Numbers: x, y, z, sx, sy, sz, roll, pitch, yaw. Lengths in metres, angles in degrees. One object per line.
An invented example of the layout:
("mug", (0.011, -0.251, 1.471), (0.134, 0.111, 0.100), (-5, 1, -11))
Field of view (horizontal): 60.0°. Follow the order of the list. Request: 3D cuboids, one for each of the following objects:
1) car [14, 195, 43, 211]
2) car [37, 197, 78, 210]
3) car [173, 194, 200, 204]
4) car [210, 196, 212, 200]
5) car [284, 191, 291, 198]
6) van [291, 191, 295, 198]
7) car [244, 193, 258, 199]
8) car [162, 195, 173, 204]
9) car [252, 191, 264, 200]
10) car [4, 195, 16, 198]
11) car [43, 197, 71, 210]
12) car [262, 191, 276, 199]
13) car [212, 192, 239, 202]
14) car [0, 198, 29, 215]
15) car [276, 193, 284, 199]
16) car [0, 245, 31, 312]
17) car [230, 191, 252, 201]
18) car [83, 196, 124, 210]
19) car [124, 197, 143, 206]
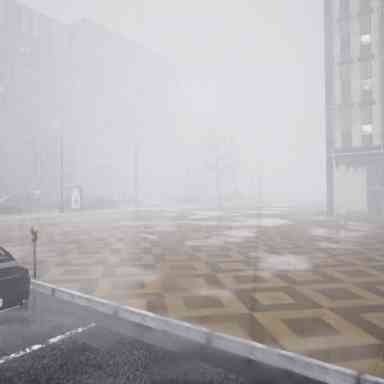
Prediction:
("car", (-20.199, 1.227, 37.691), (2.192, 1.841, 5.009), (-1, 0, 36))
("car", (-16.952, 1.414, 42.167), (1.887, 1.381, 4.507), (-1, 0, 36))
("car", (-0.439, 1.061, 50.674), (1.967, 1.590, 4.097), (-1, 0, 36))
("car", (5.752, 1.028, 73.496), (1.967, 1.590, 4.097), (-1, 0, 36))
("car", (22.269, 0.931, 82.004), (1.802, 1.307, 4.206), (-1, 0, 36))
("van", (25.510, 0.654, 86.480), (1.690, 1.788, 3.998), (-1, 0, 36))
("car", (15.485, 1.039, 86.923), (1.947, 1.339, 4.313), (-1, 0, 36))
("car", (-3.155, 1.174, 56.707), (2.128, 1.511, 4.902), (-1, 0, 37))
("car", (12.538, 1.045, 68.577), (1.802, 1.307, 4.206), (-1, 0, 36))
("car", (-20.613, 1.384, 32.700), (1.882, 1.535, 5.008), (-1, 0, 37))
("car", (-15.044, 1.359, 40.392), (1.812, 1.442, 4.674), (-1, 0, 36))
("car", (15.778, 0.740, 73.053), (2.192, 1.841, 5.009), (-1, 0, 36))
("car", (6.050, 1.092, 59.626), (2.008, 1.369, 4.403), (-1, 0, 36))
("car", (-16.655, 1.412, 28.296), (1.802, 1.307, 4.206), (-1, 0, 36))
("car", (19.024, 0.937, 77.528), (2.008, 1.369, 4.403), (-1, 0, 36))
("car", (-4.903, 1.553, 6.548), (4.403, 1.369, 2.008), (0, -1, 36))
("car", (9.294, 1.047, 64.102), (1.887, 1.381, 4.507), (-1, 0, 36))
("car", (-10.169, 1.185, 37.248), (1.967, 1.590, 4.097), (-1, 0, 36))
("car", (-9.331, 1.361, 48.271), (1.895, 1.301, 4.718), (-1, 0, 36))
